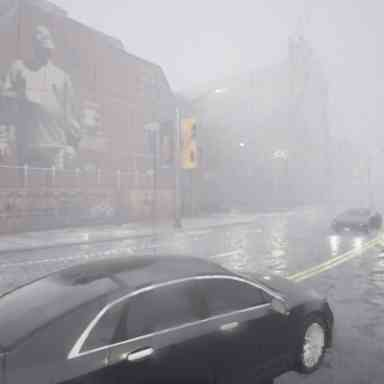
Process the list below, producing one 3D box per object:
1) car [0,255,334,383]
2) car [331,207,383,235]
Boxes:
[{"bbox_3d":[-0.211,1.529,3.929,4.892,1.490,1.837,0,0,-38],"label":"car"},{"bbox_3d":[10.074,1.633,20.014,2.033,1.411,5.357,0,0,40],"label":"car"}]
